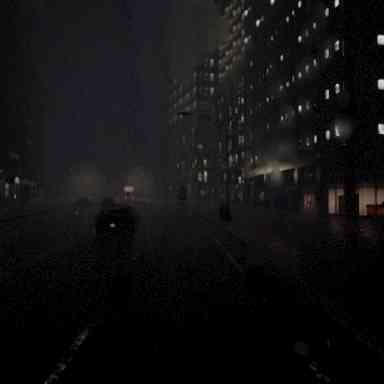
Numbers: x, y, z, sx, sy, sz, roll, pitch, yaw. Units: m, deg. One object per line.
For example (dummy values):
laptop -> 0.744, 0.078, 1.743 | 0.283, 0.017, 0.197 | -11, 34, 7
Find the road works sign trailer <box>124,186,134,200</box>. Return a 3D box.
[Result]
road works sign trailer -> -16.463, 0.277, 86.764 | 2.380, 3.560, 2.880 | 0, 0, -22

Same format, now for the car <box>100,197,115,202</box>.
car -> -10.895, 1.388, 43.455 | 2.128, 1.511, 4.902 | 0, 0, -11

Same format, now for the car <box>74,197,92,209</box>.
car -> -14.314, 1.432, 44.150 | 2.033, 1.411, 5.357 | 0, 0, -11

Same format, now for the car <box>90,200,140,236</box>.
car -> -4.004, 1.443, 18.406 | 1.882, 1.535, 5.008 | 0, 0, -4
